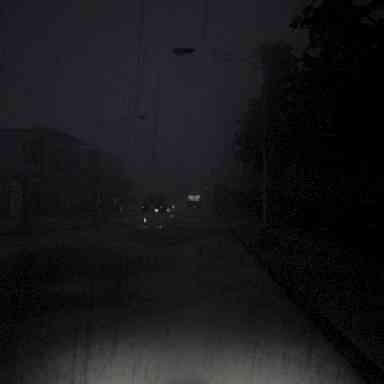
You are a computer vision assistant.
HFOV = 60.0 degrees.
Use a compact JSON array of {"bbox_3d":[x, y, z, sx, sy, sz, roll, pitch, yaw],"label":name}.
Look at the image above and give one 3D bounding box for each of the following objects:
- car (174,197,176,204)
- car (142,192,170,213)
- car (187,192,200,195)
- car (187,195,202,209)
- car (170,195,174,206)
[{"bbox_3d":[-3.782,1.269,55.719,1.812,1.442,4.674,0,0,1],"label":"car"},{"bbox_3d":[-3.925,1.059,35.473,2.150,2.045,5.566,0,0,0],"label":"car"},{"bbox_3d":[0.356,0.970,53.571,2.150,2.045,5.566,0,0,1],"label":"car"},{"bbox_3d":[0.308,1.405,41.650,1.895,1.301,4.718,0,0,0],"label":"car"},{"bbox_3d":[-3.869,1.296,45.393,1.837,1.490,4.892,0,0,1],"label":"car"}]
